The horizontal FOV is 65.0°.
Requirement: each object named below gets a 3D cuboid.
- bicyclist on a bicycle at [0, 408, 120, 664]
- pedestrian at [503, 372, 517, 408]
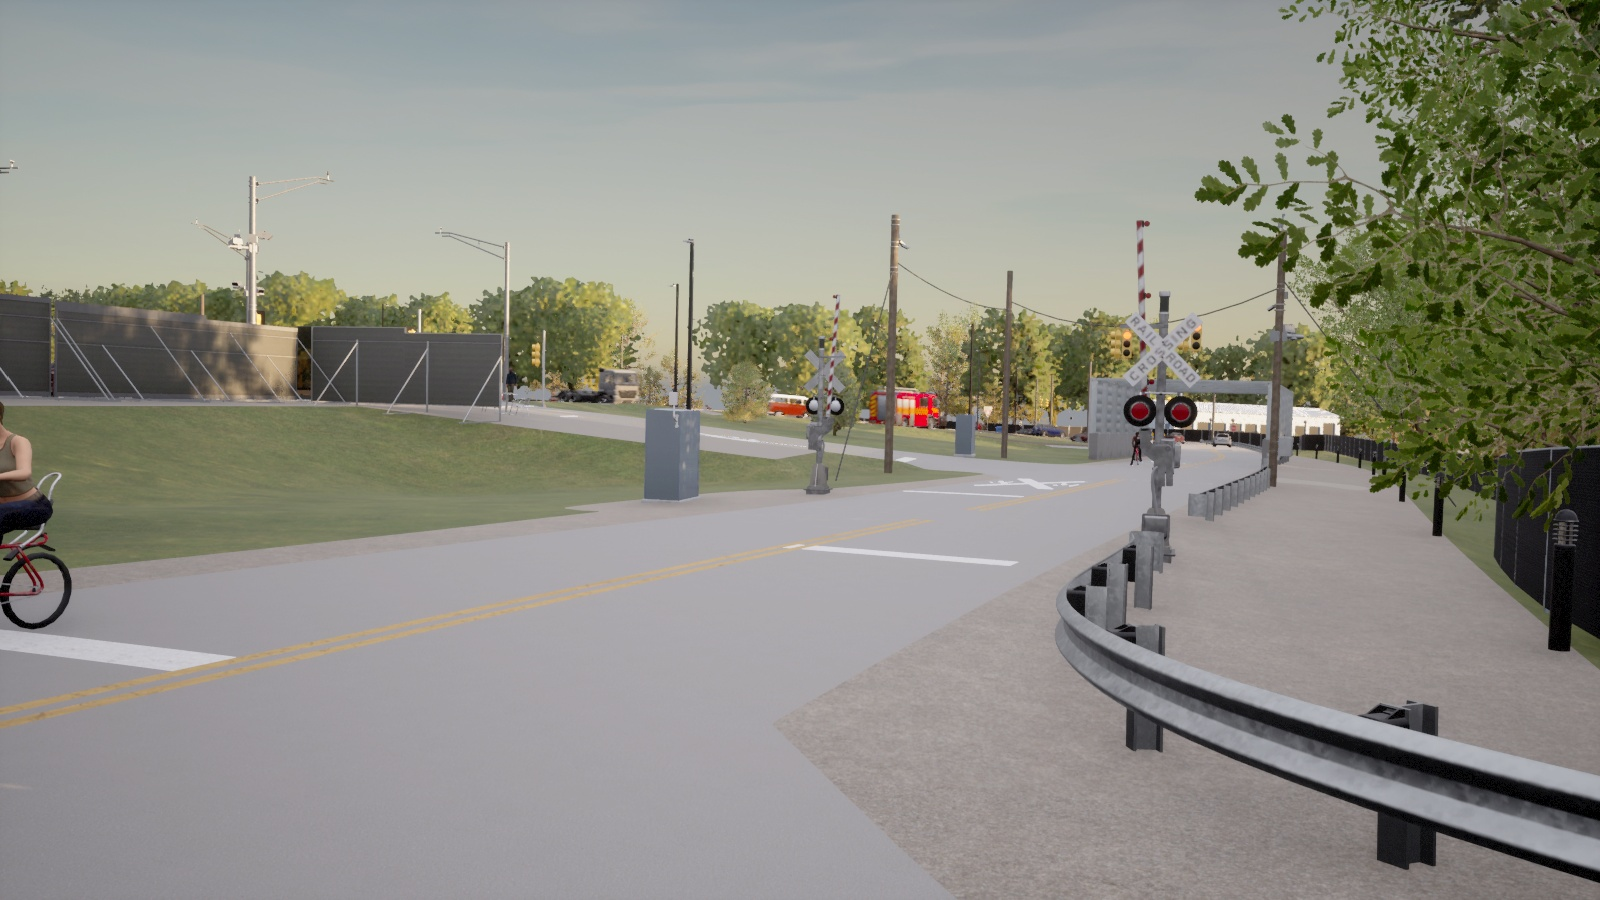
[{"bbox_3d":[-5.397,0.536,8.177,0.866,1.612,1.509,1,1,19],"label":"bicyclist on a bicycle"},{"bbox_3d":[-15.084,-3.132,65.259,0.402,1.842,0.726,1,3,17],"label":"pedestrian"}]
